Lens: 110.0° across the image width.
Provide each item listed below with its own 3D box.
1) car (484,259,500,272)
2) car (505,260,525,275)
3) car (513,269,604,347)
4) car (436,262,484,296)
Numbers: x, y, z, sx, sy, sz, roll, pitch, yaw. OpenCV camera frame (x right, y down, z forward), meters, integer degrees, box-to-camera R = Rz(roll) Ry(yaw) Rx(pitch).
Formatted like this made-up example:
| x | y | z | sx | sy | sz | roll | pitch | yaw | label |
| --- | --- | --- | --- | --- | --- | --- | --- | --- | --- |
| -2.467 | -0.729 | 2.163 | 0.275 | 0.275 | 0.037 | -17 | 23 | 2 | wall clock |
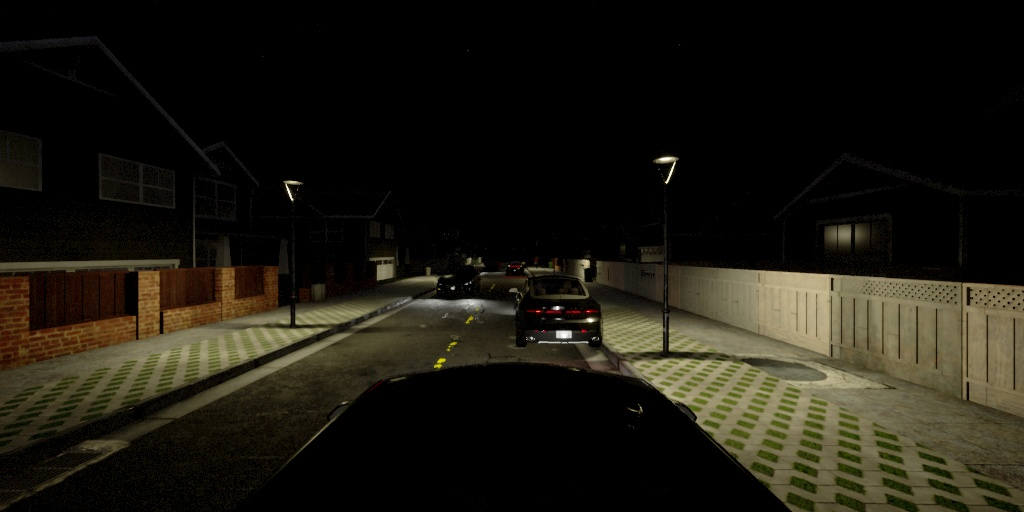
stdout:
| x | y | z | sx | sy | sz | roll | pitch | yaw | label |
| --- | --- | --- | --- | --- | --- | --- | --- | --- | --- |
| -2.473 | 1.173 | 44.560 | 1.882 | 1.535 | 5.008 | 0 | 0 | 0 | car |
| 0.311 | 1.198 | 37.573 | 2.128 | 1.511 | 4.902 | 0 | 0 | 1 | car |
| 1.010 | 1.251 | 9.265 | 1.837 | 1.490 | 4.892 | 0 | 0 | 0 | car |
| -2.735 | 1.241 | 19.063 | 1.837 | 1.490 | 4.892 | 0 | 0 | 0 | car |
